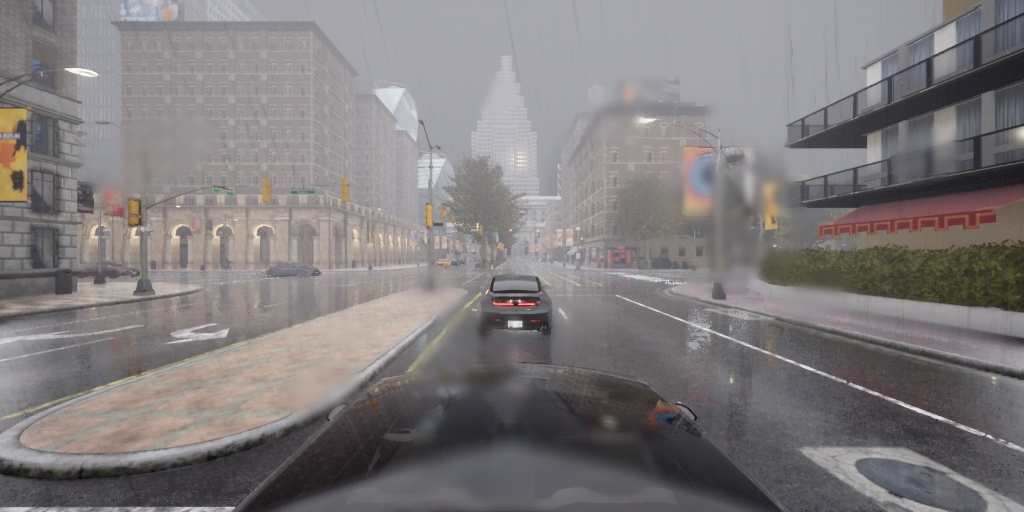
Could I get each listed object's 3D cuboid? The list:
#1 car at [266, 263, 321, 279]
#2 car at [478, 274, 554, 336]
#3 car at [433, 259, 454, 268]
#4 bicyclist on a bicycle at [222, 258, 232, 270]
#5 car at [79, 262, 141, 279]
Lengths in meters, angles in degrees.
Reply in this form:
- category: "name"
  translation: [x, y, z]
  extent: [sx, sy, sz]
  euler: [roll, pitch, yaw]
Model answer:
- category: "car"
  translation: [-19.660, 1.314, 32.359]
  extent: [4.181, 1.385, 1.994]
  euler: [0, 0, -1]
- category: "car"
  translation: [0.101, 1.255, 10.331]
  extent: [1.837, 1.490, 4.892]
  euler: [0, 0, 0]
- category: "car"
  translation: [-11.407, 1.228, 59.669]
  extent: [1.882, 1.535, 5.008]
  euler: [0, 0, 0]
- category: "bicyclist on a bicycle"
  translation: [-37.170, 1.050, 46.770]
  extent: [0.582, 1.620, 1.656]
  euler: [0, 0, 0]
- category: "car"
  translation: [-36.357, 1.275, 32.306]
  extent: [4.674, 1.442, 1.812]
  euler: [0, 0, 0]
